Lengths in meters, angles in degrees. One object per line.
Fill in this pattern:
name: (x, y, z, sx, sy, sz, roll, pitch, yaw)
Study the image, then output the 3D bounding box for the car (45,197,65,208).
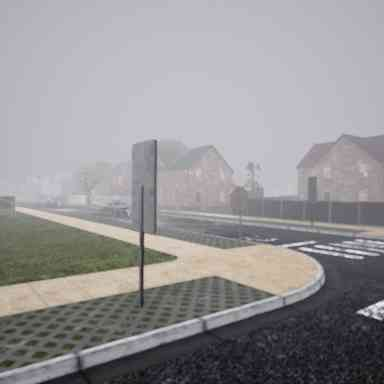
car: (-18.943, 1.463, 45.959, 2.128, 1.511, 4.902, 1, -1, -36)

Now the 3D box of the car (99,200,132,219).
car: (-6.416, 1.429, 28.612, 2.128, 1.511, 4.902, 1, 0, -36)
